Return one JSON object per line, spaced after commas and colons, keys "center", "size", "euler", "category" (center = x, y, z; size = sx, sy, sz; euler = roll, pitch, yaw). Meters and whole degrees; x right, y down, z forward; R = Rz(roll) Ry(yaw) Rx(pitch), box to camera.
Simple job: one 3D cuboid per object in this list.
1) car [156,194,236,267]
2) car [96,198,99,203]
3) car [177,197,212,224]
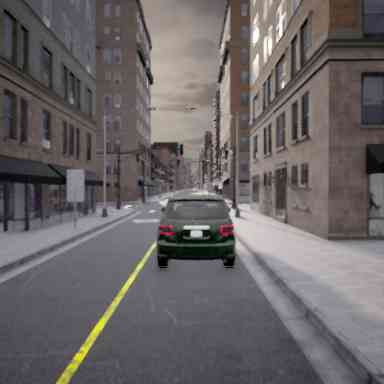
{"center": [0.127, 1.068, 10.900], "size": [2.150, 2.045, 5.566], "euler": [0, 1, 0], "category": "car"}
{"center": [-14.470, 1.130, 43.910], "size": [4.206, 1.307, 1.802], "euler": [-1, 1, 0], "category": "car"}
{"center": [0.160, 1.161, 23.000], "size": [2.128, 1.511, 4.902], "euler": [0, 1, 0], "category": "car"}
